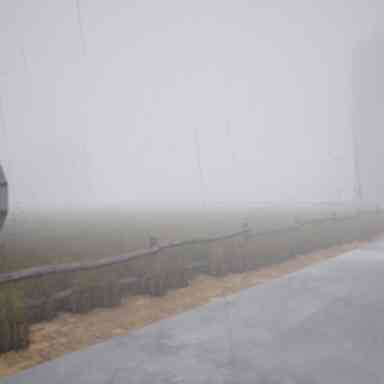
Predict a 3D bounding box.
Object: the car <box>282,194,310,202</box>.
[{"bbox_3d":[24.296,1.587,77.697,4.611,1.667,2.242,-1,0,43],"label":"car"}]
